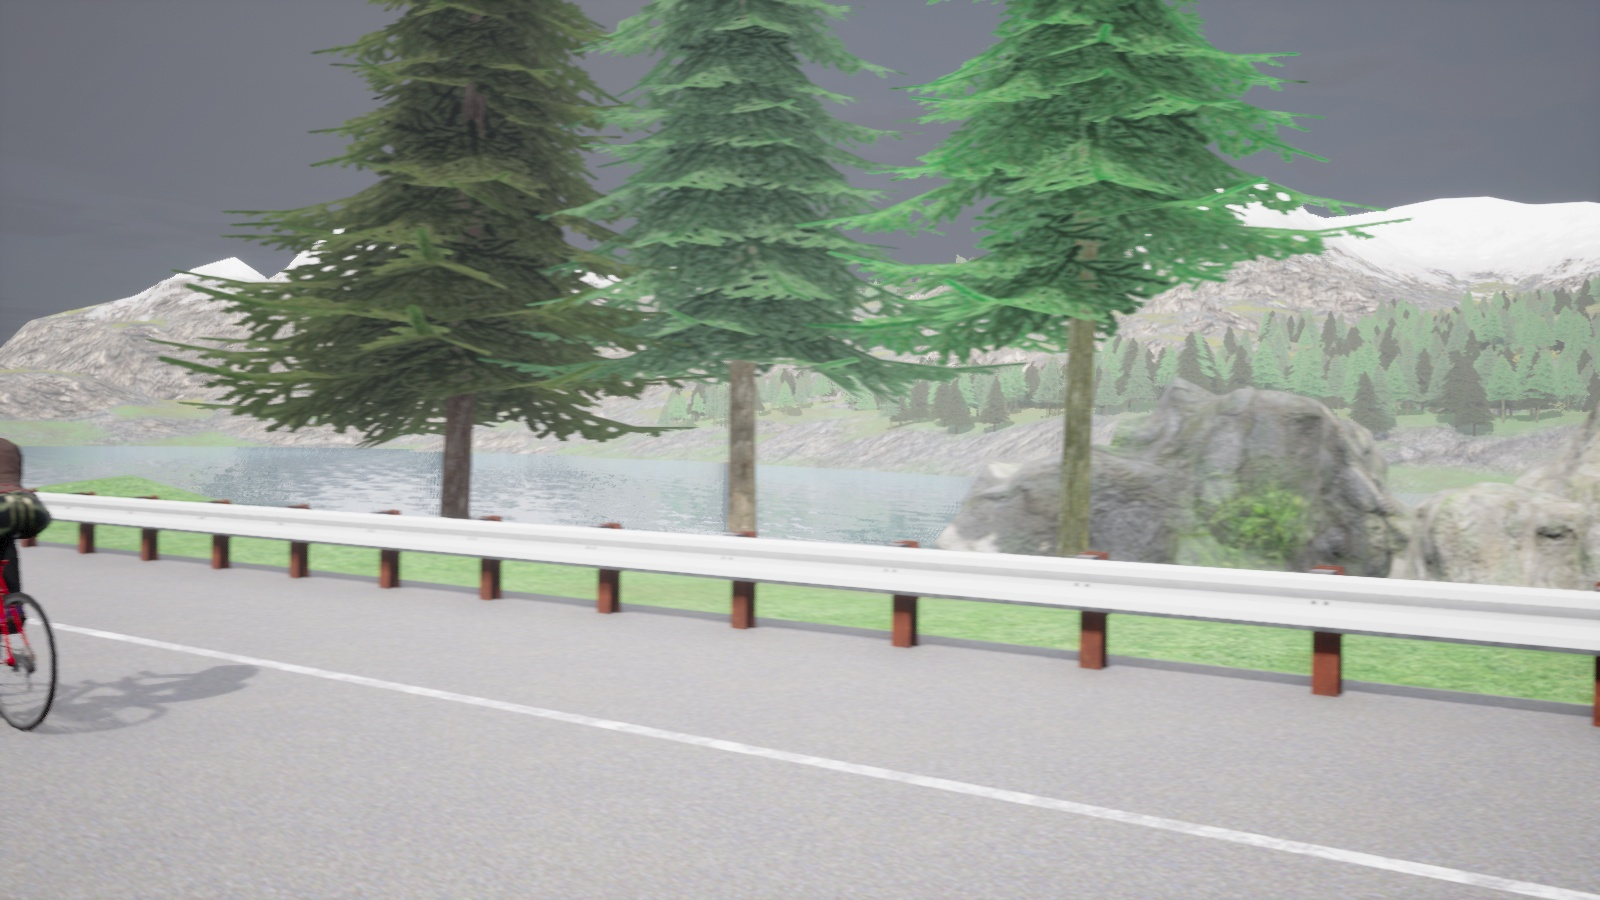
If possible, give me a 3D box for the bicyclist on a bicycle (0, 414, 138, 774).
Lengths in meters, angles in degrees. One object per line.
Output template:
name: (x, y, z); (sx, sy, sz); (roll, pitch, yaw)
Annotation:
bicyclist on a bicycle: (-4.096, 0.651, 6.345); (1.656, 1.620, 0.582); (0, 1, 34)
